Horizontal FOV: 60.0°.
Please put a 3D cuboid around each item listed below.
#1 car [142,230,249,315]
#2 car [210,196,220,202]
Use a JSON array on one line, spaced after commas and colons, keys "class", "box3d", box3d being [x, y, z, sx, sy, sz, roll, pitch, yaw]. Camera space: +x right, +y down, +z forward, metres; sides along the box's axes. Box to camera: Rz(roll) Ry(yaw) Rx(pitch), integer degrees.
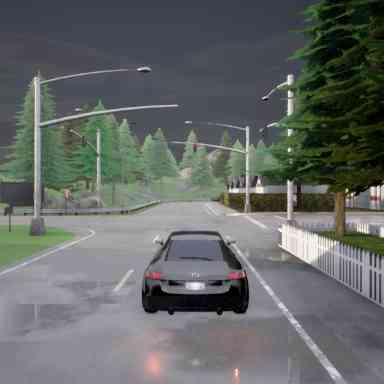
[{"class": "car", "box3d": [0.075, 1.564, 7.644, 1.994, 1.385, 4.181, 0, 0, 1]}, {"class": "car", "box3d": [6.697, 1.525, 72.863, 5.357, 1.411, 2.033, 0, 0, -22]}]
